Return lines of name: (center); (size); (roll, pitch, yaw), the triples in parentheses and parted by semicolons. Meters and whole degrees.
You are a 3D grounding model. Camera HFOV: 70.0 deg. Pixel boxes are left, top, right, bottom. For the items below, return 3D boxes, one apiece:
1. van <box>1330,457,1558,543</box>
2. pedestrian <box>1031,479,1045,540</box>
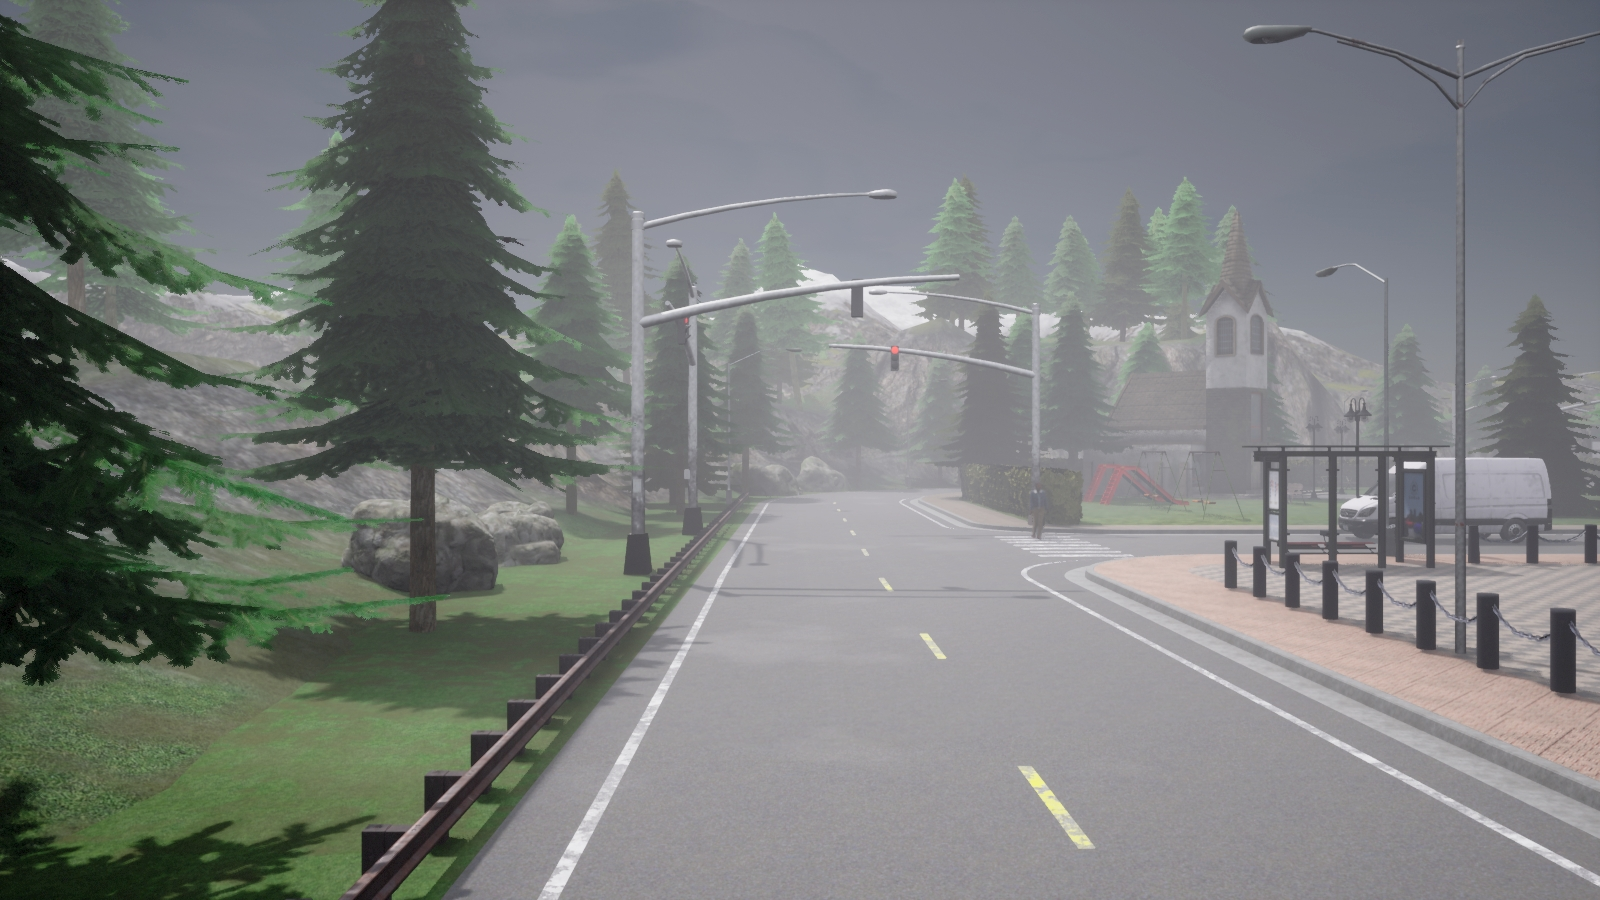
van: (19.746, 1.515, 35.223); (5.915, 2.561, 1.988); (0, 0, 0)
pedestrian: (7.360, 1.833, 35.310); (0.375, 1.860, 0.375); (0, 0, 0)
